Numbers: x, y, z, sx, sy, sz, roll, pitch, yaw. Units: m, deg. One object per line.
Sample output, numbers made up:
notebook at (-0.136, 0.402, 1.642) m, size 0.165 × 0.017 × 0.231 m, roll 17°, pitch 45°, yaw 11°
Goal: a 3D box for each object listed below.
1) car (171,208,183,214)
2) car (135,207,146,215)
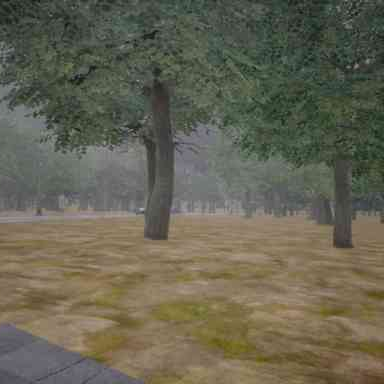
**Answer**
car at (-3.874, 3.968, 69.944) m, size 2.033 × 1.411 × 5.357 m, roll 0°, pitch -3°, yaw 28°
car at (-8.510, 3.563, 61.203) m, size 1.812 × 1.442 × 4.674 m, roll 0°, pitch -3°, yaw 29°
